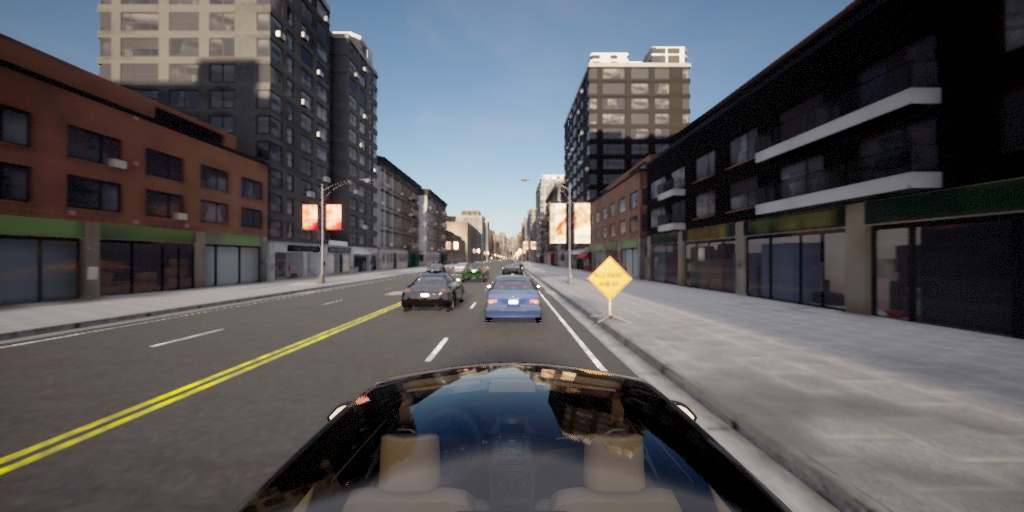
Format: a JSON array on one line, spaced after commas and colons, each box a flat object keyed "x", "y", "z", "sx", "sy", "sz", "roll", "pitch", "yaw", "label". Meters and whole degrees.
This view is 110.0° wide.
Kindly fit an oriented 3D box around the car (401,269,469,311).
[{"x": -3.189, "y": 1.413, "z": 15.167, "sx": 1.994, "sy": 1.385, "sz": 4.181, "roll": 0, "pitch": 0, "yaw": 0, "label": "car"}]

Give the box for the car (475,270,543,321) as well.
[{"x": 0.054, "y": 1.378, "z": 12.771, "sx": 2.033, "sy": 1.411, "sz": 5.357, "roll": 0, "pitch": 0, "yaw": 0, "label": "car"}]

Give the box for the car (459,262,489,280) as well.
[{"x": -3.204, "y": 1.336, "z": 32.339, "sx": 2.097, "sy": 1.767, "sz": 4.553, "roll": 0, "pitch": 0, "yaw": 0, "label": "car"}]

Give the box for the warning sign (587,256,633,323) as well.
[{"x": 2.840, "y": 0.929, "z": 10.437, "sx": 1.300, "sy": 1.860, "sz": 1.060, "roll": 0, "pitch": 0, "yaw": 0, "label": "warning sign"}]

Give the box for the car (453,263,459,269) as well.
[{"x": -6.646, "y": 1.632, "z": 47.824, "sx": 1.812, "sy": 1.442, "sz": 4.674, "roll": 0, "pitch": -1, "yaw": 0, "label": "car"}]

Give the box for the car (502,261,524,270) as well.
[{"x": 0.049, "y": 1.477, "z": 34.175, "sx": 1.882, "sy": 1.535, "sz": 5.008, "roll": 0, "pitch": 0, "yaw": 0, "label": "car"}]

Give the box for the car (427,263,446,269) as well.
[{"x": -9.900, "y": 1.649, "z": 47.219, "sx": 2.033, "sy": 1.411, "sz": 5.357, "roll": 0, "pitch": 0, "yaw": 0, "label": "car"}]
